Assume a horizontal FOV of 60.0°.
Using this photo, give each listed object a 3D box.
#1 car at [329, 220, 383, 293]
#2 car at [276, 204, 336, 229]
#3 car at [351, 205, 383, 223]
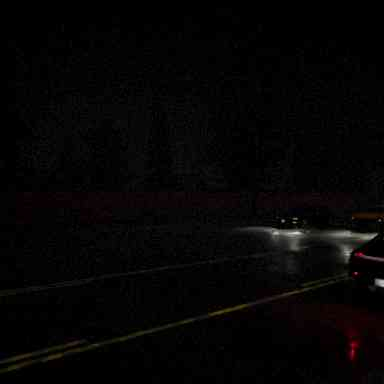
[{"bbox_3d":[5.617,1.539,7.753,4.902,1.511,2.128,0,0,-36],"label":"car"},{"bbox_3d":[7.728,1.608,22.342,4.892,1.490,1.837,1,-1,-35],"label":"car"},{"bbox_3d":[12.075,1.594,21.115,5.008,1.535,1.882,1,0,-35],"label":"car"}]
